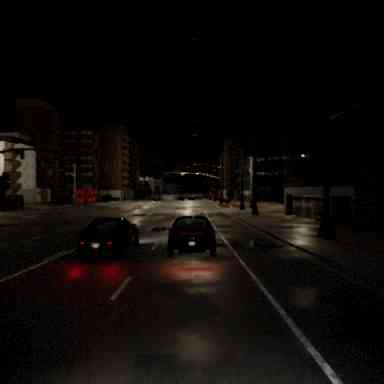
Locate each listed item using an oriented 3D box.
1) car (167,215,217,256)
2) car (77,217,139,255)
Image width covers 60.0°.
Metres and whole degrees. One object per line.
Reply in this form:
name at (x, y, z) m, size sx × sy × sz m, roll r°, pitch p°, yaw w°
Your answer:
car at (0.001, 1.753, 14.485) m, size 1.882 × 1.535 × 5.008 m, roll 0°, pitch -1°, yaw 0°
car at (-3.500, 1.799, 14.383) m, size 1.812 × 1.442 × 4.674 m, roll 0°, pitch -1°, yaw 0°
